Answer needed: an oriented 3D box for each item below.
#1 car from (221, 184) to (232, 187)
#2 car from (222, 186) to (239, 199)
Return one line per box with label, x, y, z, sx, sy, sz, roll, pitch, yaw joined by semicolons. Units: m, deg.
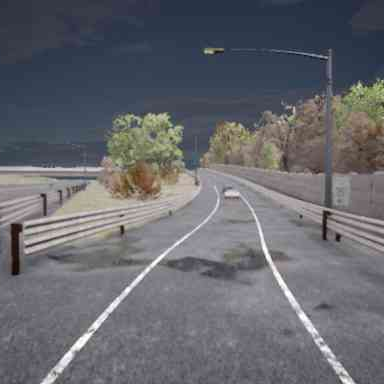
car;6.137;-0.625;56.991;1.837;1.490;4.892;0;5;2
car;5.505;0.255;46.963;1.895;1.301;4.718;0;4;4
